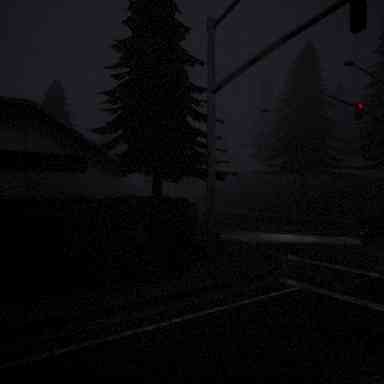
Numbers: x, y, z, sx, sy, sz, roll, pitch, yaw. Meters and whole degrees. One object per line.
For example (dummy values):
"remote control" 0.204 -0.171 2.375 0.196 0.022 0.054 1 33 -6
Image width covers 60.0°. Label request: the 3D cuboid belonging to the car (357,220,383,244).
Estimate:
"car" 10.040 1.593 14.819 4.718 1.301 1.895 0 0 16
